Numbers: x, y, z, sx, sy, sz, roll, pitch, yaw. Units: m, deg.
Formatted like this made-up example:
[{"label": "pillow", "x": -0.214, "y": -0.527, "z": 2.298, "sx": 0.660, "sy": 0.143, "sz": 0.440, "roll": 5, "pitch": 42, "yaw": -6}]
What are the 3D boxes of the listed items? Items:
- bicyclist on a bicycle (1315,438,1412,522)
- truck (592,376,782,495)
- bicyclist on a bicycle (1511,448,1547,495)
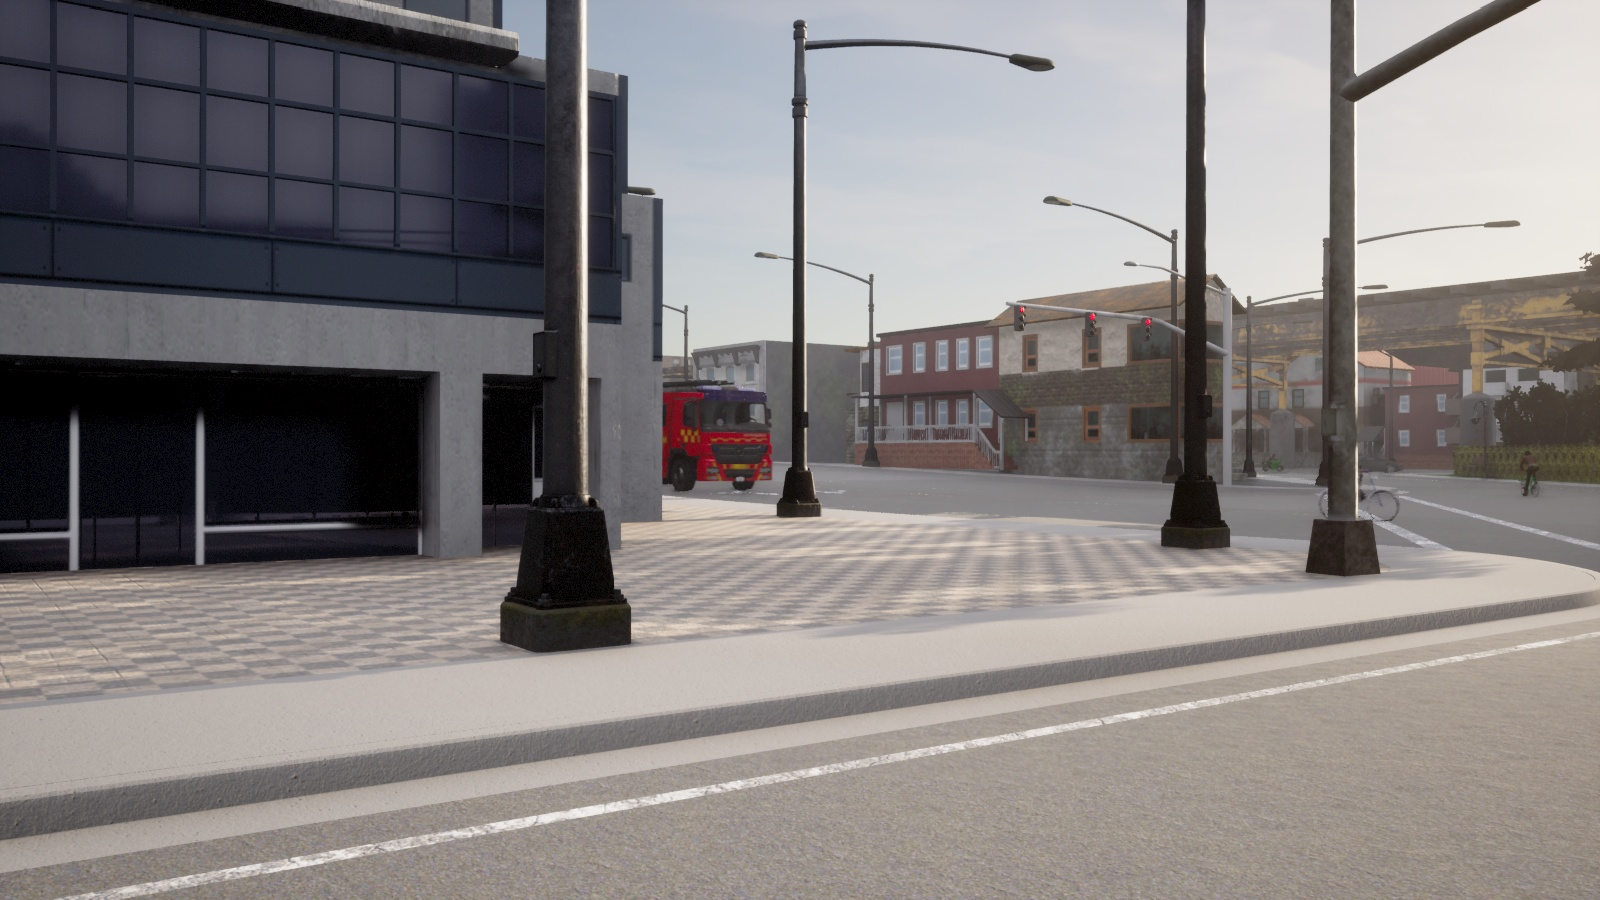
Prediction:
[{"label": "bicyclist on a bicycle", "x": 12.337, "y": 0.649, "z": 27.554, "sx": 0.659, "sy": 1.776, "sz": 1.843, "roll": 0, "pitch": -1, "yaw": -37}, {"label": "truck", "x": -4.241, "y": -0.538, "z": 44.889, "sx": 2.891, "sy": 3.827, "sz": 8.468, "roll": 0, "pitch": 1, "yaw": -35}, {"label": "bicyclist on a bicycle", "x": 25.560, "y": 0.748, "z": 44.058, "sx": 0.582, "sy": 1.620, "sz": 1.656, "roll": 0, "pitch": -1, "yaw": 11}]
